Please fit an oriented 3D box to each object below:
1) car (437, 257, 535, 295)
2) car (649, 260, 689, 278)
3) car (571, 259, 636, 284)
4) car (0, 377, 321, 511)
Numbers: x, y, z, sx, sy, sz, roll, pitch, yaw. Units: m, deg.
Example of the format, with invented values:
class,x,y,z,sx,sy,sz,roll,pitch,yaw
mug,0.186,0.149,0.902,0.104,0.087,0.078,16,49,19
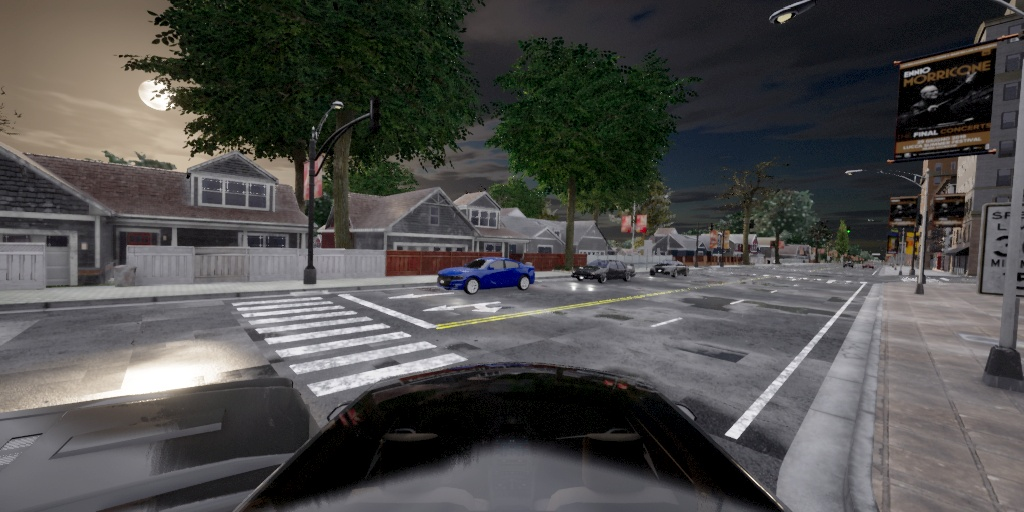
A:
class,x,y,z,sx,sy,sz,roll,pitch,yaw
car,-1.066,0.802,16.509,5.008,1.535,1.882,0,2,-44
car,13.346,1.020,30.300,4.181,1.385,1.994,1,2,-44
car,6.124,0.936,23.403,5.357,1.411,2.033,0,2,-44
car,-3.315,1.284,1.331,4.718,1.301,1.895,1,2,-34
